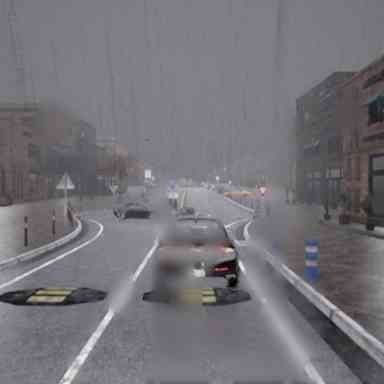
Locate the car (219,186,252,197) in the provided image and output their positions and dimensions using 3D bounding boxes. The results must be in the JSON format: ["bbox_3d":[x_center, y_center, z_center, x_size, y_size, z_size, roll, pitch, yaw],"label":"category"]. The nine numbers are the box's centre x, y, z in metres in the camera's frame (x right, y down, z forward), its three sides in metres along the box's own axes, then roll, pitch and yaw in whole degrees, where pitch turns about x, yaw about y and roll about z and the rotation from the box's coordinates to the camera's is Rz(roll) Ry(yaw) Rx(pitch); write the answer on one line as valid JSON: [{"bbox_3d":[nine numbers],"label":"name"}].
[{"bbox_3d":[8.019,0.199,59.302,5.366,1.575,1.946,0,2,-1],"label":"car"}]

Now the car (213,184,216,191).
[{"bbox_3d":[7.987,-0.542,78.582,4.892,1.521,2.231,0,2,-1],"label":"car"}]

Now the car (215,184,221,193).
[{"bbox_3d":[8.138,-0.390,67.556,5.566,2.045,2.435,0,2,-1],"label":"car"}]

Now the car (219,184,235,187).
[{"bbox_3d":[8.109,-0.154,64.807,4.553,1.767,2.185,0,2,-1],"label":"car"}]

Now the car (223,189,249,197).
[{"bbox_3d":[8.176,0.125,62.061,4.674,1.452,2.002,0,2,-1],"label":"car"}]

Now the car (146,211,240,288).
[{"bbox_3d":[0.116,1.438,8.940,2.128,1.511,4.902,0,-1,0],"label":"car"}]

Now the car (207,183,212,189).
[{"bbox_3d":[7.792,-1.219,92.350,5.566,2.045,2.435,0,1,-1],"label":"car"}]

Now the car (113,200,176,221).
[{"bbox_3d":[-3.384,1.335,23.675,4.902,1.511,2.128,1,2,28],"label":"car"}]
